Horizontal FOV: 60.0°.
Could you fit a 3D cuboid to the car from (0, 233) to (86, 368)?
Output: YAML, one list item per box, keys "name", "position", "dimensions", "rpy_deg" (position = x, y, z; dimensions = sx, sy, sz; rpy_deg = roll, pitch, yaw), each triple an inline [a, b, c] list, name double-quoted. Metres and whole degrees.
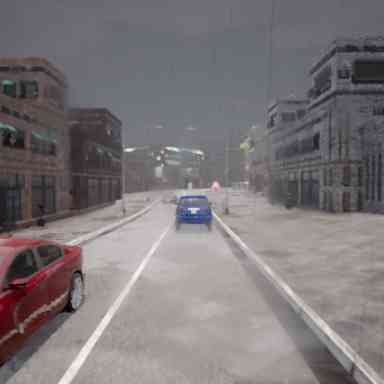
- name: "car"
  position: [-3.101, 1.475, 4.826]
  dimensions: [1.882, 1.535, 5.008]
  rpy_deg: [0, 0, 0]

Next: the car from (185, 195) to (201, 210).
- name: "car"
  position: [0.097, 1.181, 39.446]
  dimensions: [1.812, 1.442, 4.674]
  rpy_deg: [0, 2, 0]

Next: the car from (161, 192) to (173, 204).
- name: "car"
  position: [-3.093, 0.837, 45.727]
  dimensions: [2.128, 1.511, 4.902]
  rpy_deg: [0, 3, 0]

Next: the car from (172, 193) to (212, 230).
- name: "car"
  position: [0.098, 1.207, 21.086]
  dimensions: [2.150, 2.045, 5.566]
  rpy_deg: [0, 0, 0]
